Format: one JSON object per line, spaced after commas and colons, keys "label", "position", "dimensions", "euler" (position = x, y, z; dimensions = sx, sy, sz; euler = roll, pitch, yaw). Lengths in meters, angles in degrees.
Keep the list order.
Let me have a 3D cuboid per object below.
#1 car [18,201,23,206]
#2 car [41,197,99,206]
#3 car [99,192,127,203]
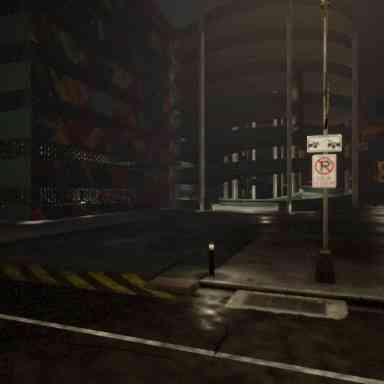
{"label": "car", "position": [-20.326, 1.463, 43.492], "dimensions": [4.718, 1.301, 1.895], "euler": [0, 0, 20]}
{"label": "car", "position": [-11.903, 1.320, 32.363], "dimensions": [4.674, 1.452, 2.002], "euler": [0, 0, 20]}
{"label": "car", "position": [-14.639, 1.028, 61.114], "dimensions": [5.566, 2.045, 2.435], "euler": [0, 0, 20]}
